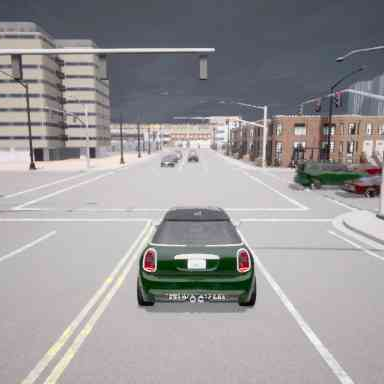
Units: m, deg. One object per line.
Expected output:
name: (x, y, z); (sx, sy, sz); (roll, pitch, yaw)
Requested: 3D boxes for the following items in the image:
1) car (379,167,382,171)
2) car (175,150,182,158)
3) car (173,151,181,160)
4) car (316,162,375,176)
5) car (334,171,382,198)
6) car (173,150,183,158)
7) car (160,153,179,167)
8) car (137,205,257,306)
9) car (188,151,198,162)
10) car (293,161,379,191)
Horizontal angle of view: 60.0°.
car: (16.053, -2.058, 32.266); (5.008, 1.535, 1.882); (0, 8, 0)
car: (-3.362, -7.255, 67.478); (1.812, 1.442, 4.674); (0, 8, 1)
car: (-3.451, -5.917, 58.183); (1.882, 1.535, 5.008); (0, 9, 0)
car: (16.400, -2.507, 35.744); (5.357, 1.411, 2.033); (0, 8, 0)
car: (12.574, -0.413, 21.715); (5.357, 1.411, 2.033); (0, 8, 0)
car: (-3.329, -8.926, 77.528); (2.097, 1.767, 4.553); (0, 8, 0)
car: (-3.505, -4.510, 48.846); (2.128, 1.511, 4.902); (0, 8, 1)
car: (0.092, 1.076, 7.648); (2.097, 1.767, 4.553); (0, 4, 0)
car: (0.238, -6.421, 62.387); (1.895, 1.301, 4.718); (0, 8, 0)
car: (10.518, -1.253, 25.139); (5.566, 2.045, 2.150); (0, 8, 0)
